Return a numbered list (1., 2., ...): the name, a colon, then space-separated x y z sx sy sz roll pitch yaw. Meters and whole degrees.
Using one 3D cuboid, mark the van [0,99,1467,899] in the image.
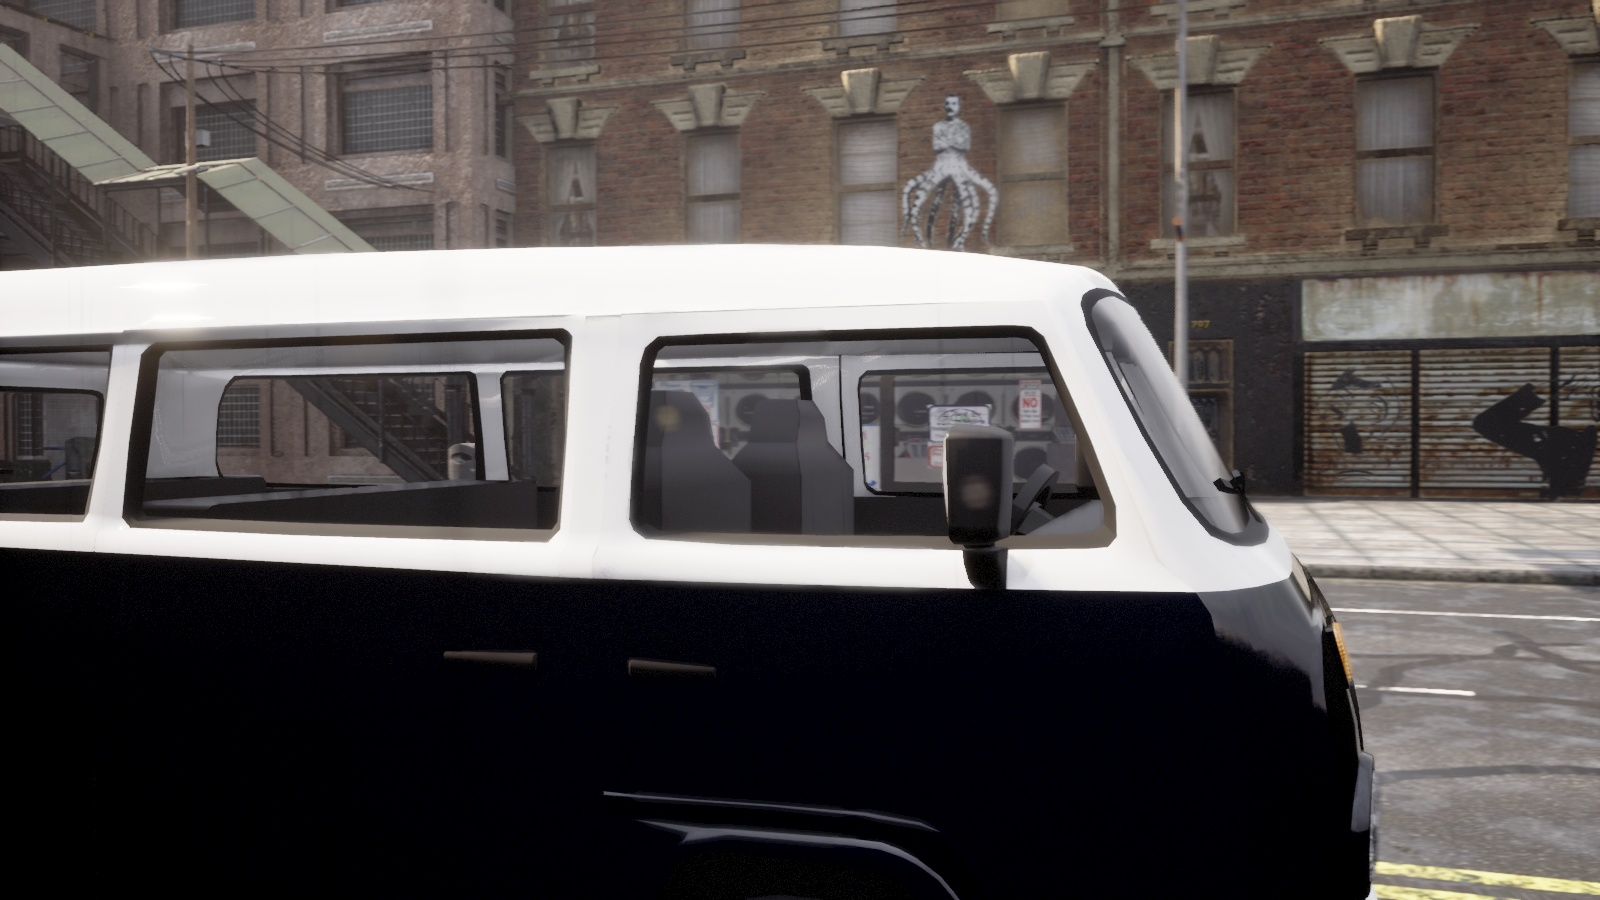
1. van: -0.859 0.491 3.478 4.480 2.038 2.069 1 1 19
